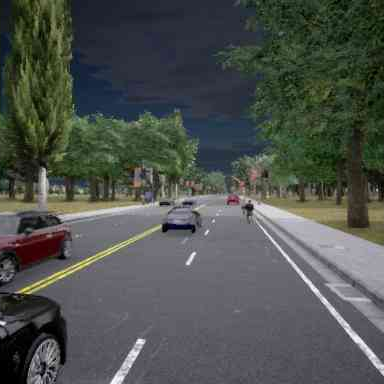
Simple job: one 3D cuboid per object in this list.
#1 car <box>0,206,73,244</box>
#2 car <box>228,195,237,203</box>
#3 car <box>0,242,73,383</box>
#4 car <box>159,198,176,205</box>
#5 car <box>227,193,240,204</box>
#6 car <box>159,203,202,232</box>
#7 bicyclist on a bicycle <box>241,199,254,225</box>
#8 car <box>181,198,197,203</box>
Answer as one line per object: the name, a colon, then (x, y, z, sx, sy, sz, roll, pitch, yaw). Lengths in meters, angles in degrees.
car: (-5.254, 1.352, 9.404, 2.097, 1.767, 4.553, 0, 0, 7)
car: (8.977, 1.487, 73.718, 1.882, 1.535, 5.008, 0, 0, 7)
car: (-2.633, 1.492, 2.169, 2.128, 1.511, 4.902, 0, 0, 7)
car: (-3.709, 1.604, 50.227, 1.895, 1.301, 4.718, 0, 0, 7)
car: (7.647, 1.229, 61.613, 2.150, 2.045, 5.566, 0, 0, 7)
car: (-0.529, 1.565, 20.006, 1.994, 1.385, 4.181, 0, 0, 7)
bicyclist on a bicycle: (3.739, 1.371, 21.673, 0.659, 1.776, 1.843, 0, 1, 7)
car: (-0.432, 1.604, 50.260, 1.895, 1.301, 4.718, 0, 0, 7)
